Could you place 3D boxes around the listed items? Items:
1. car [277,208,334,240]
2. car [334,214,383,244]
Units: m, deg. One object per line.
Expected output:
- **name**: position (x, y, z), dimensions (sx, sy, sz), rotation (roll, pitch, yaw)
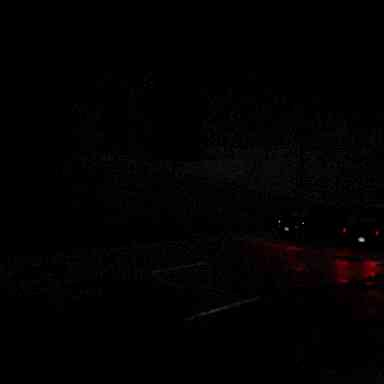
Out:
- **car**: position (6.402, 1.574, 17.443), dimensions (4.674, 1.442, 1.812), rotation (0, 0, -37)
- **car**: position (8.560, 1.613, 14.684), dimensions (4.718, 1.301, 1.895), rotation (0, 0, -37)
